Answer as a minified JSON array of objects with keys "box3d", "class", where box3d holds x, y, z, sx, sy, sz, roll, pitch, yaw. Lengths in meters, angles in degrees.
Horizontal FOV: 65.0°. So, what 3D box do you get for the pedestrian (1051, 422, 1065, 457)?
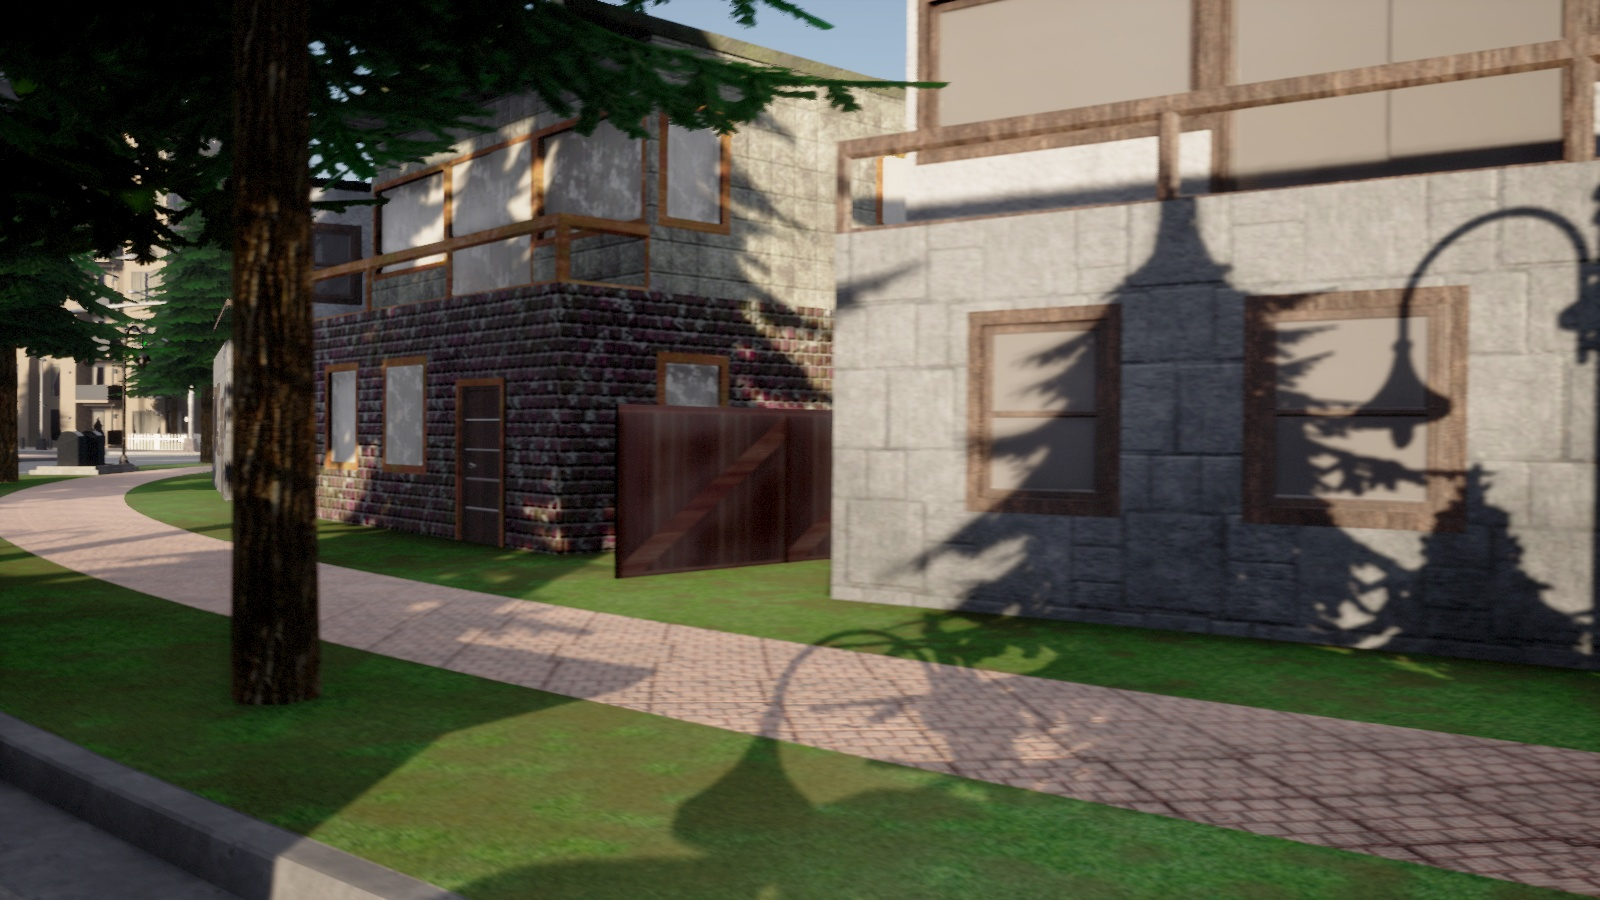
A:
[{"box3d":[13.414,-0.553,65.351,0.634,1.846,0.331,0,1,2],"class":"pedestrian"}]
